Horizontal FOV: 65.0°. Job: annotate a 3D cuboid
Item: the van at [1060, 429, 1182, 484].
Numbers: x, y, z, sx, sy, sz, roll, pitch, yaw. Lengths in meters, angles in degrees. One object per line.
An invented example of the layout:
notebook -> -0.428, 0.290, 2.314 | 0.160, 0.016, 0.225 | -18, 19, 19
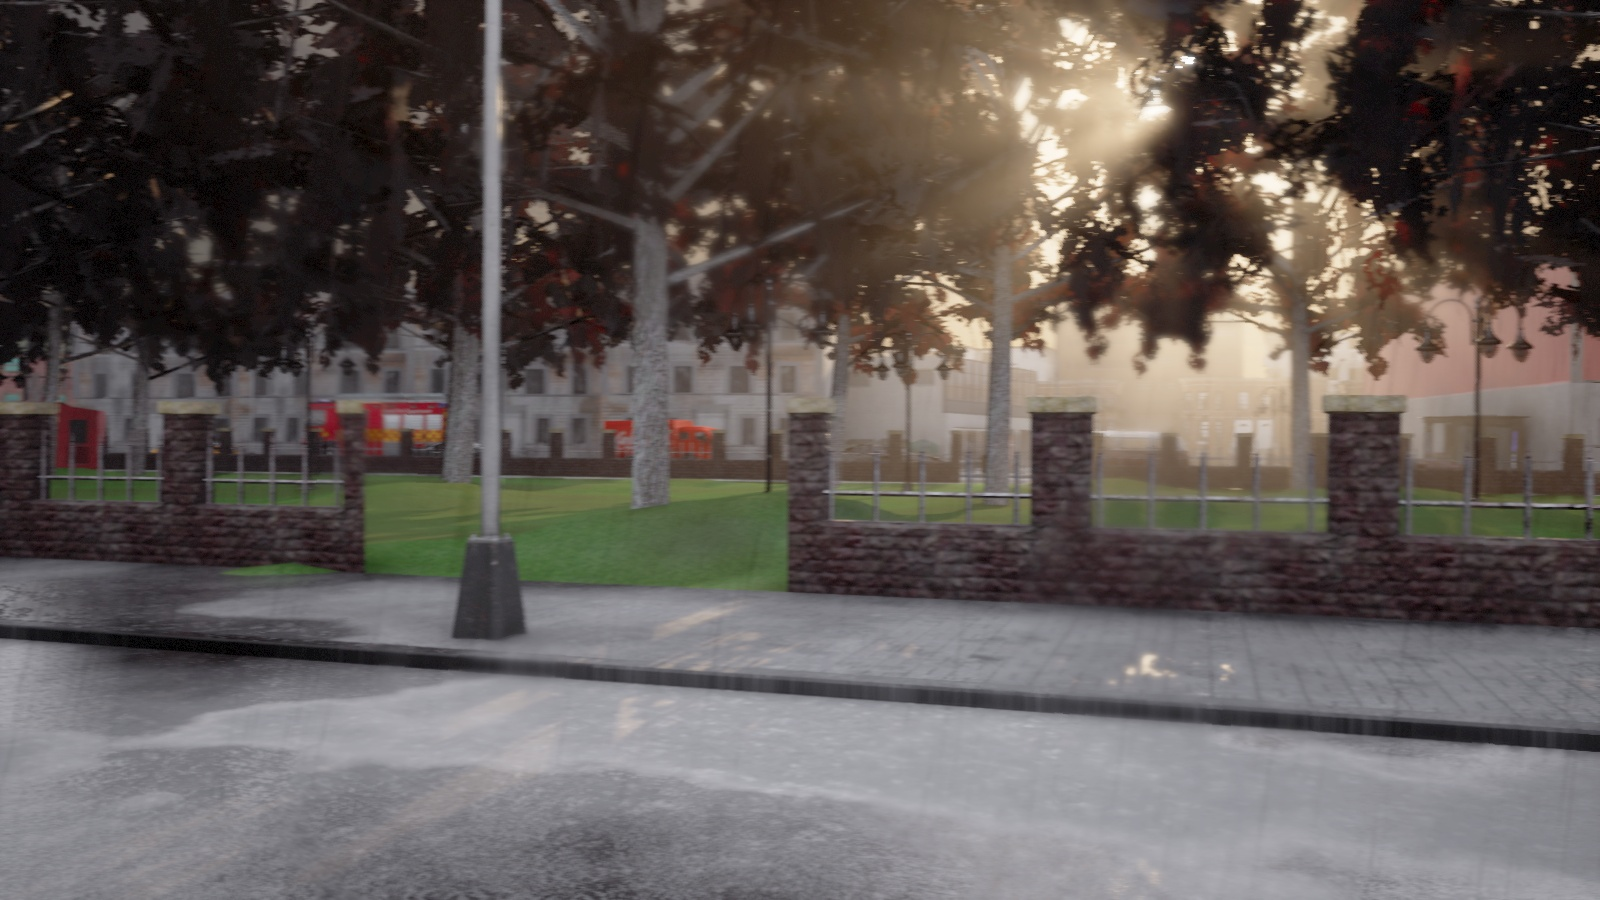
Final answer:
van -> 12.477, 0.227, 48.803 | 4.480, 2.038, 2.069 | 0, 0, 17

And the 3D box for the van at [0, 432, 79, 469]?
van -> -42.782, 0.020, 70.068 | 4.442, 1.987, 1.775 | 0, 0, 13

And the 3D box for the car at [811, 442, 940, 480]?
car -> 3.121, 0.423, 51.737 | 4.902, 1.511, 2.128 | 0, 0, 17

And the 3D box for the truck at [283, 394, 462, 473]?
truck -> -21.668, -0.819, 63.655 | 8.468, 3.827, 2.891 | 0, 0, 17

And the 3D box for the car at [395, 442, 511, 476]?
car -> -15.925, 0.398, 57.681 | 4.892, 1.490, 1.837 | 0, 0, 17

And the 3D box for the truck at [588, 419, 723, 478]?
truck -> -6.255, -0.052, 54.661 | 5.204, 2.467, 2.627 | 0, 0, 17

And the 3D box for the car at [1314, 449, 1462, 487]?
car -> 21.442, 0.639, 45.996 | 4.718, 1.301, 1.895 | 0, 0, 17

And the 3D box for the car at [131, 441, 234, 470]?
car -> -33.038, 0.281, 67.207 | 5.008, 1.535, 1.882 | 0, 0, 17
